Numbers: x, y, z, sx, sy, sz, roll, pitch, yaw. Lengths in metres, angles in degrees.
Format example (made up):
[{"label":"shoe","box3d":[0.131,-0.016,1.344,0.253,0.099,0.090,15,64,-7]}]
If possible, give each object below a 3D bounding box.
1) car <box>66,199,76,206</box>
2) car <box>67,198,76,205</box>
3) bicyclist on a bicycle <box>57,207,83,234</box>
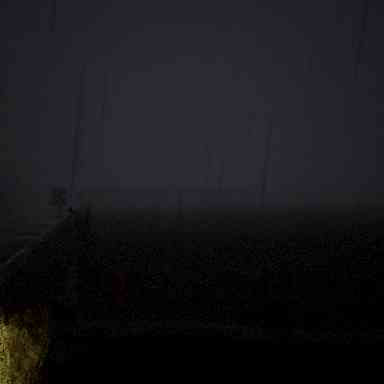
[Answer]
[{"label":"car","box3d":[-25.883,2.255,69.996,2.033,1.411,5.357,0,0,-17]},{"label":"car","box3d":[-29.038,2.315,80.418,1.812,1.442,4.674,0,0,-17]},{"label":"bicyclist on a bicycle","box3d":[-6.645,1.645,18.516,1.656,1.620,0.582,-1,0,-17]}]
